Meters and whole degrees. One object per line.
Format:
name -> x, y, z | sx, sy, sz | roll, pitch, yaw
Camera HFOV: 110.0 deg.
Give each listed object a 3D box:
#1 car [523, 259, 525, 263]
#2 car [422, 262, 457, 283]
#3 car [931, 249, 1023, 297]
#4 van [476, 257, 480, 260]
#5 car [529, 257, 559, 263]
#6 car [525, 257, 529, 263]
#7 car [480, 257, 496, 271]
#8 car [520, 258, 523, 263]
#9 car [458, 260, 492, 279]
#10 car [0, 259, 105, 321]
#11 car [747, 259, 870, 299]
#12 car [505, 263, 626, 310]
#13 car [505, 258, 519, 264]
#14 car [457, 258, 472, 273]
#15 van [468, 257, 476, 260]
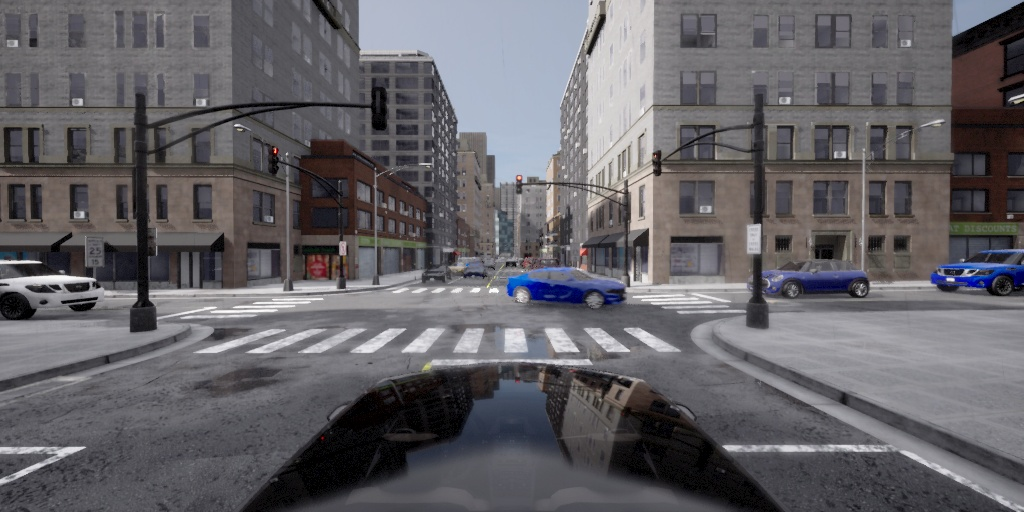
car -> 2.663, 1.279, 45.071 | 1.751, 1.417, 4.829 | 0, 0, 0
car -> -5.786, 1.319, 28.103 | 1.948, 1.339, 4.313 | 0, 0, 0
car -> 22.974, 0.708, 16.533 | 5.566, 2.045, 2.150 | -1, 1, 0
van -> -5.893, 1.093, 50.446 | 1.690, 1.789, 3.998 | 0, 0, 0
car -> 2.740, 1.068, 28.143 | 2.192, 1.841, 5.009 | 0, 0, 0
car -> 2.714, 1.069, 33.729 | 2.192, 1.841, 5.009 | 0, 0, 0
car -> -3.312, 1.259, 50.750 | 1.837, 1.490, 4.892 | 0, -1, 0
car -> 2.638, 1.067, 50.486 | 2.192, 1.841, 5.009 | 0, 0, 0
car -> -3.237, 1.301, 32.355 | 2.033, 1.411, 5.357 | 0, 0, 0
car -> -18.453, 1.145, 12.964 | 5.566, 2.045, 2.150 | -1, 1, -2
car -> 13.399, 0.938, 16.423 | 4.553, 1.767, 2.097 | -1, 1, -1
car -> 2.116, 1.220, 14.834 | 5.008, 1.535, 1.882 | 0, 1, 32
car -> -0.181, 1.226, 61.313 | 1.882, 1.535, 5.008 | 0, 0, 0
car -> -5.839, 1.279, 39.104 | 1.751, 1.417, 4.829 | 0, 0, 0
van -> -5.866, 1.094, 44.860 | 1.690, 1.789, 3.998 | 0, 0, 0
